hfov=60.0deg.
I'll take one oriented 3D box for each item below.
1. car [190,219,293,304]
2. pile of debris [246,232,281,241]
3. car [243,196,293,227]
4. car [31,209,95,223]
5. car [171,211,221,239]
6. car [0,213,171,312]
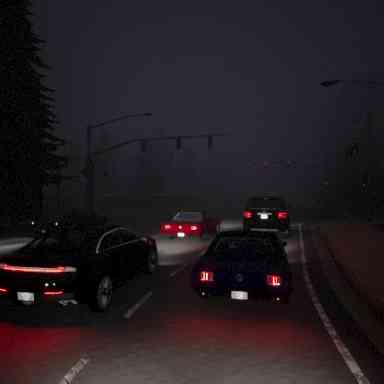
[{"bbox_3d":[1.388,1.601,8.243,1.895,1.301,4.718,0,0,13],"label":"car"},{"bbox_3d":[3.540,2.175,16.358,1.500,0.140,1.860,0,0,17],"label":"pile of debris"},{"bbox_3d":[4.065,1.221,17.638,2.150,2.045,5.566,0,0,17],"label":"car"},{"bbox_3d":[-6.737,1.656,18.676,1.895,1.301,4.718,0,0,17],"label":"car"},{"bbox_3d":[0.165,1.601,16.822,1.895,1.301,4.718,0,0,17],"label":"car"},{"bbox_3d":[-2.239,1.492,7.809,2.128,1.511,4.902,0,0,11],"label":"car"}]
